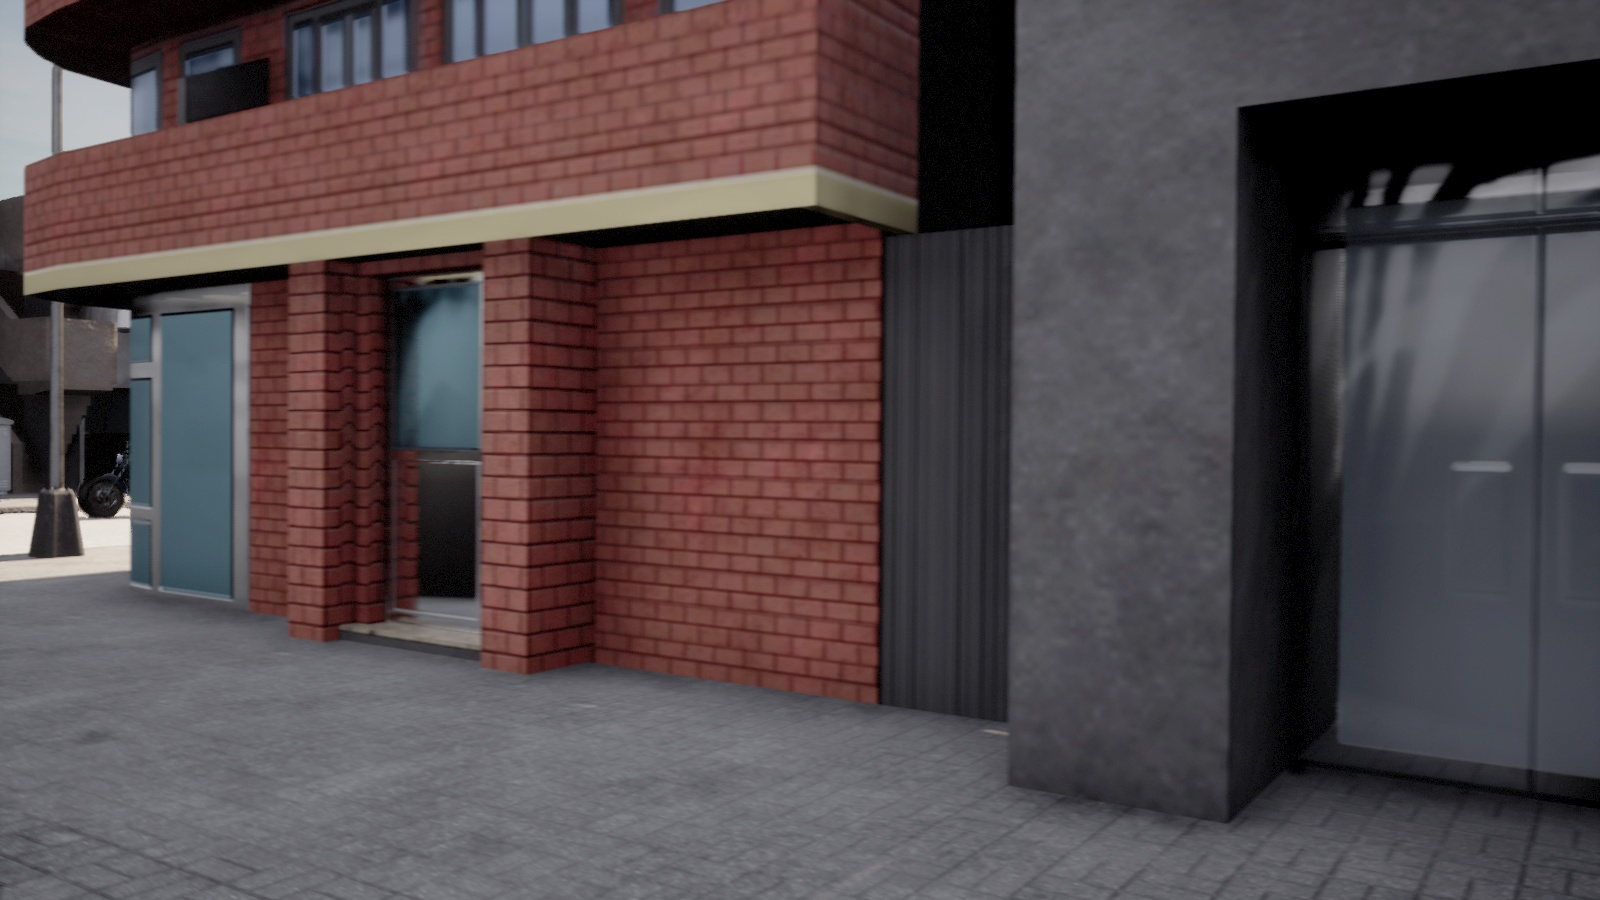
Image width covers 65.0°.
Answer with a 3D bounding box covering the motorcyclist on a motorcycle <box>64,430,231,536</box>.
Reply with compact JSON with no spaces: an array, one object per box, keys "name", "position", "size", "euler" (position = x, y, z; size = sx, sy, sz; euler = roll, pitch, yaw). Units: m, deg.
[{"name":"motorcyclist on a motorcycle","position":[-10.762,0.498,20.803],"size":[0.766,1.649,2.350],"euler":[0,1,33]}]
